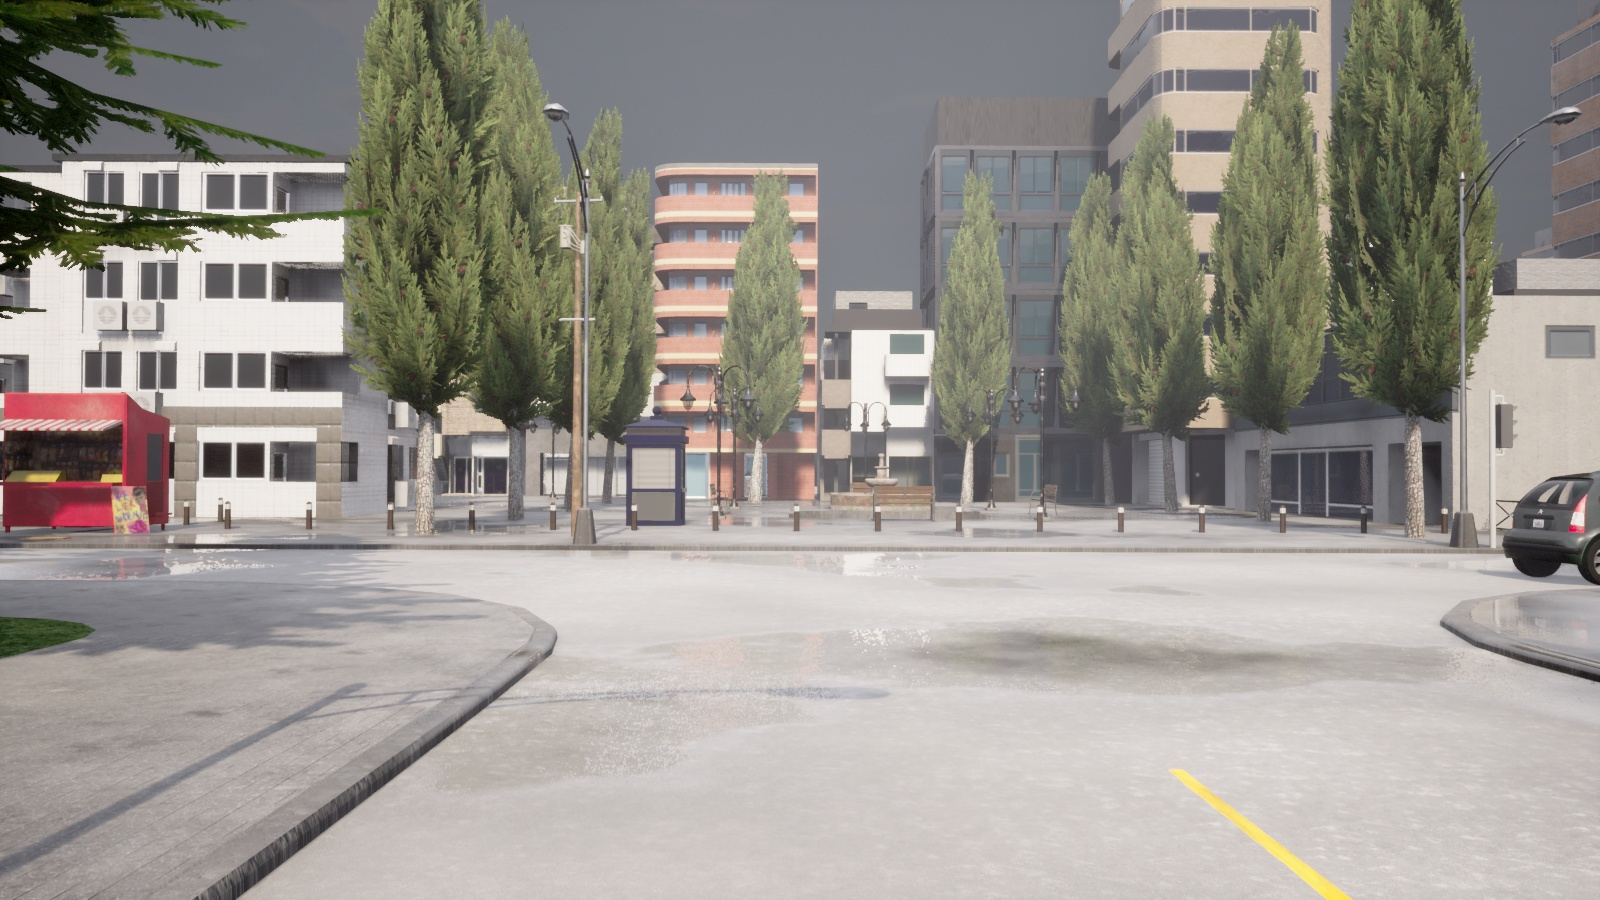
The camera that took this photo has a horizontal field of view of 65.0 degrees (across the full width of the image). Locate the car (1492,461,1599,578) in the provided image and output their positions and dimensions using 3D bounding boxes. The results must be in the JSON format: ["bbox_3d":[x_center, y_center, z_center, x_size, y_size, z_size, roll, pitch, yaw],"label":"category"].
[{"bbox_3d":[12.655,0.971,18.445,3.988,1.617,1.851,0,-1,-4],"label":"car"}]
